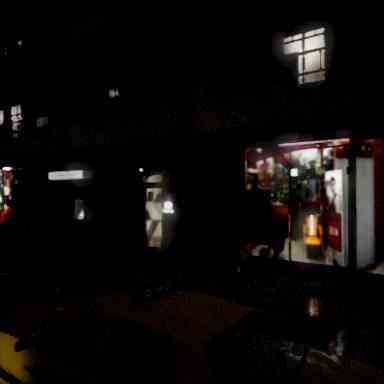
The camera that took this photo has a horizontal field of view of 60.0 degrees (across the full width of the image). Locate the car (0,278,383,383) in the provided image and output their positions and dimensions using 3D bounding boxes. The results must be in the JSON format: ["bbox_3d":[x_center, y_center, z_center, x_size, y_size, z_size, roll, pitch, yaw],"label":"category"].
[{"bbox_3d":[-0.550,1.536,3.261,4.829,1.417,1.752,0,0,35],"label":"car"}]
